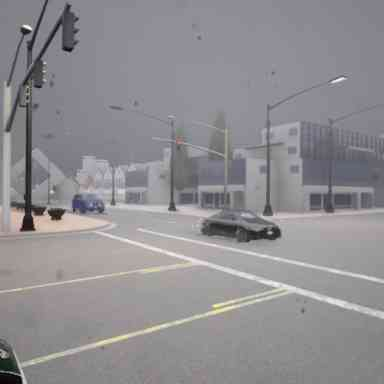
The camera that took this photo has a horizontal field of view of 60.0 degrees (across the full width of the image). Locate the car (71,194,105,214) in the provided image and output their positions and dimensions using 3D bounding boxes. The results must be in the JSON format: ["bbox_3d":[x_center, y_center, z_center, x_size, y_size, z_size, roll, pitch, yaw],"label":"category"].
[{"bbox_3d":[-11.160,1.225,35.401,2.150,2.045,5.566,1,0,-35],"label":"car"}]

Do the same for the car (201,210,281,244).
[{"bbox_3d":[2.290,1.602,16.281,1.994,1.385,4.181,0,0,-35],"label":"car"}]

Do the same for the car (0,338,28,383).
[{"bbox_3d":[-3.187,1.354,1.501,4.553,1.767,2.097,0,0,-35],"label":"car"}]
